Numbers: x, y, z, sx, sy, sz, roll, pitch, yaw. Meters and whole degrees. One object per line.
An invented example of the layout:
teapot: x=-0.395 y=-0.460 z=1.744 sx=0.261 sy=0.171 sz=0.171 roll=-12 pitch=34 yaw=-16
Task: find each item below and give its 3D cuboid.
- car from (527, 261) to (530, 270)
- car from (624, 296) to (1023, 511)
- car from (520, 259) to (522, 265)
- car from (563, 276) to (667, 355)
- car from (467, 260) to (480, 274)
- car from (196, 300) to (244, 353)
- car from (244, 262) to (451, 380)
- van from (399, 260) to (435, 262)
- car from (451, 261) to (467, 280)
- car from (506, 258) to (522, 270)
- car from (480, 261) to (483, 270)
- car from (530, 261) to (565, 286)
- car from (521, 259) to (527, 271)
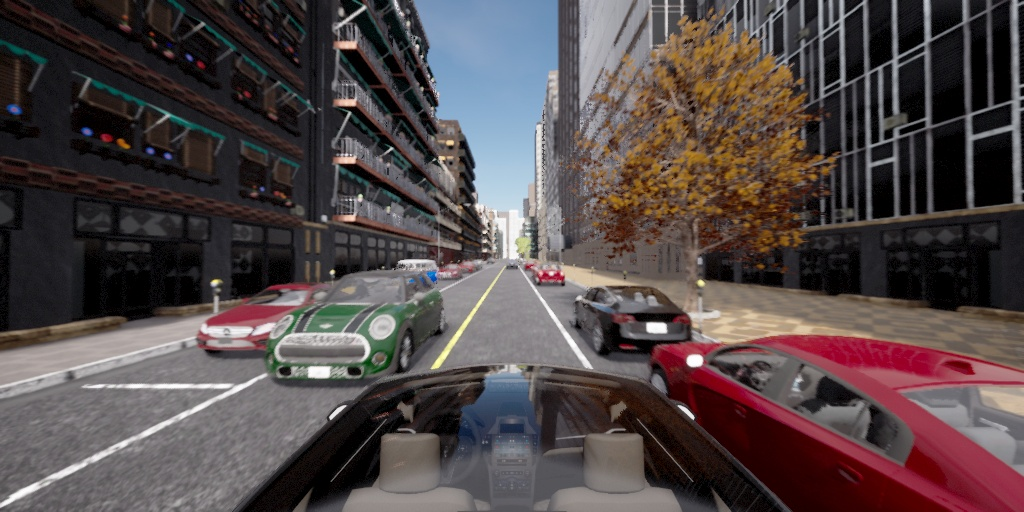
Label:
car: x=2.570 y=1.308 z=31.081 sx=1.888 sy=1.381 sz=4.507 roll=0 pitch=0 yaw=0
car: x=2.566 y=1.296 z=2.818 sx=1.888 sy=1.381 sz=4.507 roll=0 pitch=0 yaw=0
car: x=2.574 y=1.354 z=53.691 sx=1.802 sy=1.307 sz=4.207 roll=0 pitch=0 yaw=0
car: x=2.567 y=1.319 z=8.471 sx=1.948 sy=1.339 sz=4.313 roll=0 pitch=0 yaw=0
car: x=-5.309 y=1.313 z=42.615 sx=1.888 sy=1.381 sz=4.507 roll=0 pitch=0 yaw=0
car: x=-5.314 y=1.336 z=8.736 sx=1.802 sy=1.307 sz=4.207 roll=0 pitch=0 yaw=0
car: x=-2.789 y=1.105 z=7.475 sx=2.097 sy=1.767 sz=4.553 roll=0 pitch=0 yaw=1
van: x=-5.312 y=1.099 z=20.029 sx=1.690 sy=1.789 sz=3.998 roll=0 pitch=0 yaw=0
car: x=-5.310 y=1.345 z=31.322 sx=1.802 sy=1.307 sz=4.207 roll=0 pitch=0 yaw=0
car: x=0.008 y=1.320 z=54.741 sx=2.033 sy=1.411 sz=5.357 roll=0 pitch=0 yaw=0
car: x=-5.308 y=1.336 z=48.262 sx=1.948 sy=1.339 sz=4.313 roll=0 pitch=0 yaw=0
car: x=2.570 y=1.201 z=25.428 sx=1.967 sy=1.591 sz=4.097 roll=0 pitch=0 yaw=0
car: x=2.573 y=1.315 z=48.039 sx=1.888 sy=1.381 sz=4.507 roll=0 pitch=0 yaw=0
